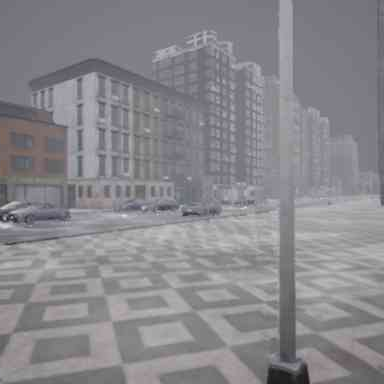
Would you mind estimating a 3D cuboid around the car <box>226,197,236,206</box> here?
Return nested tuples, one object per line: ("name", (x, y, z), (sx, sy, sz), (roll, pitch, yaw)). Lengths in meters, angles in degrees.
("car", (4.334, 1.423, 50.777), (1.812, 1.442, 4.674), (0, 0, 36))

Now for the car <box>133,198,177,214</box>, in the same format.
("car", (-3.342, 1.406, 34.503), (2.128, 1.511, 4.902), (0, 0, 35))

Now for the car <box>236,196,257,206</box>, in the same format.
("car", (8.162, 1.351, 50.516), (1.882, 1.535, 5.008), (0, 0, 36))

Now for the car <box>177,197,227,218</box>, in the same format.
("car", (0.948, 1.441, 28.976), (1.994, 1.385, 4.181), (0, 0, 35))

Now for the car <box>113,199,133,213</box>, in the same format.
("car", (-6.332, 1.462, 35.903), (1.812, 1.442, 4.674), (0, 0, 36))

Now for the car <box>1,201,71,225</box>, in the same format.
("car", (-10.883, 1.505, 23.904), (1.994, 1.385, 4.181), (0, 0, 35))
